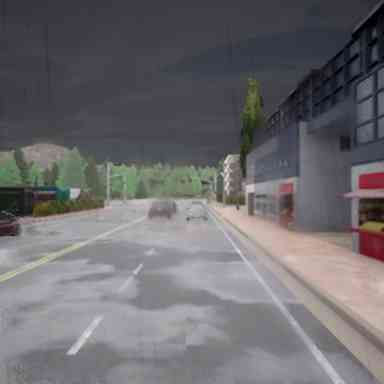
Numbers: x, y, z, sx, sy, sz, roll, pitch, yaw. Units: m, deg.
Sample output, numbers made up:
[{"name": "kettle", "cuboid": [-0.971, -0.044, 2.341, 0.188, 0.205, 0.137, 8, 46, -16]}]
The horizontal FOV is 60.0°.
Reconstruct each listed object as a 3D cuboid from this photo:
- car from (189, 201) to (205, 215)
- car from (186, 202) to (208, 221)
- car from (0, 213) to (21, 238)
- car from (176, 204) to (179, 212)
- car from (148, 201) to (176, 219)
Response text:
[{"name": "car", "cuboid": [0.596, 1.962, 41.726, 1.837, 1.490, 4.892, 0, 0, 1]}, {"name": "car", "cuboid": [0.459, 1.860, 30.514, 1.812, 1.442, 4.674, 0, -1, 1]}, {"name": "car", "cuboid": [-10.357, 1.724, 16.491, 1.994, 1.385, 4.181, 0, -1, 1]}, {"name": "car", "cuboid": [-2.883, 1.973, 43.446, 1.837, 1.490, 4.892, 0, 0, 1]}, {"name": "car", "cuboid": [-3.013, 1.706, 33.012, 2.097, 1.767, 4.553, 0, -1, 1]}]
